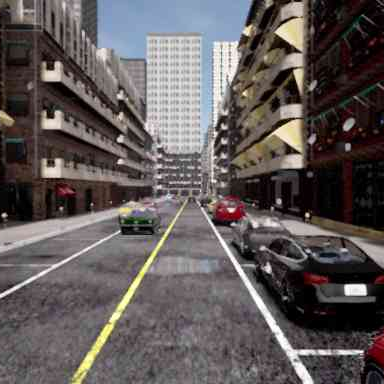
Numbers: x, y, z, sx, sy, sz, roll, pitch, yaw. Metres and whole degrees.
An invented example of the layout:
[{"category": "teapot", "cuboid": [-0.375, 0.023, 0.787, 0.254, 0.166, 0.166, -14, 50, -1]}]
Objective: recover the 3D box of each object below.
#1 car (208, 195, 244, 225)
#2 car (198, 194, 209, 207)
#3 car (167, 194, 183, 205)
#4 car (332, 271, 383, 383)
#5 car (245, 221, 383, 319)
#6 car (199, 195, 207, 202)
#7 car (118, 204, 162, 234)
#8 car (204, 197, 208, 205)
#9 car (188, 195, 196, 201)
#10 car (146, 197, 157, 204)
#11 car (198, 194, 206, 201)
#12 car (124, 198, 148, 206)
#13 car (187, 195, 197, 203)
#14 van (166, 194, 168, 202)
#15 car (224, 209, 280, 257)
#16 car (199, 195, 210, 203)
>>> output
[{"category": "car", "cuboid": [2.546, 1.320, 23.925, 2.192, 1.841, 5.009, -1, 0, 0]}, {"category": "car", "cuboid": [2.214, 1.513, 50.363, 1.837, 1.490, 4.892, 0, 0, 0]}, {"category": "car", "cuboid": [-2.815, 1.361, 60.003, 2.097, 1.767, 4.553, 0, 0, 1]}, {"category": "car", "cuboid": [2.556, 1.583, 1.729, 1.802, 1.307, 4.206, -1, 0, 0]}, {"category": "car", "cuboid": [2.554, 1.568, 7.278, 1.947, 1.339, 4.313, -1, 0, 0]}, {"category": "car", "cuboid": [2.532, 1.535, 79.585, 1.752, 1.417, 4.829, -1, 0, 0]}, {"category": "car", "cuboid": [-2.856, 1.605, 19.251, 1.895, 1.301, 4.718, 0, 0, 0]}, {"category": "car", "cuboid": [2.545, 1.533, 35.192, 1.752, 1.417, 4.829, -1, 0, 0]}, {"category": "car", "cuboid": [-0.024, 1.448, 83.357, 1.895, 1.301, 4.718, 0, 0, 0]}, {"category": "car", "cuboid": [-5.338, 1.448, 40.549, 1.967, 1.590, 4.097, -1, 0, 0]}, {"category": "car", "cuboid": [2.530, 1.450, 84.964, 1.967, 1.590, 4.097, -1, 0, 0]}, {"category": "car", "cuboid": [-5.333, 1.532, 29.281, 1.752, 1.417, 4.829, -1, 0, 0]}, {"category": "car", "cuboid": [-0.021, 1.473, 69.876, 1.812, 1.442, 4.674, 0, 0, 0]}, {"category": "van", "cuboid": [-5.350, 1.351, 79.393, 1.690, 1.788, 3.998, -1, 0, 0]}, {"category": "car", "cuboid": [2.552, 1.554, 12.826, 2.008, 1.369, 4.403, -1, 0, 0]}, {"category": "car", "cuboid": [2.535, 1.450, 68.317, 1.967, 1.590, 4.097, -1, 0, 0]}]
